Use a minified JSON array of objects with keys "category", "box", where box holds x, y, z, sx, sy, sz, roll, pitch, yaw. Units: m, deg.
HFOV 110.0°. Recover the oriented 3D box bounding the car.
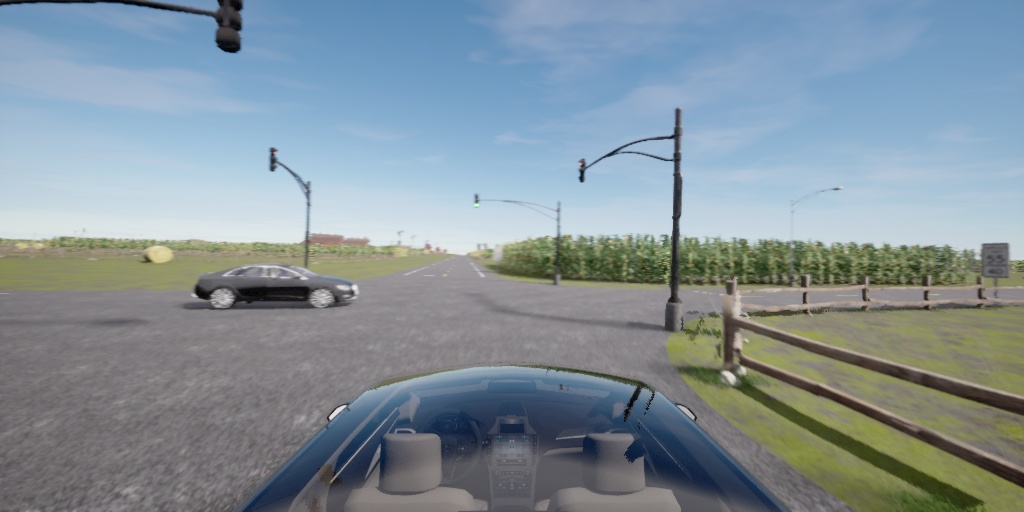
[{"category":"car","box":[-8.097,1.022,12.654,4.902,1.511,2.128,2,-1,-14]}]
